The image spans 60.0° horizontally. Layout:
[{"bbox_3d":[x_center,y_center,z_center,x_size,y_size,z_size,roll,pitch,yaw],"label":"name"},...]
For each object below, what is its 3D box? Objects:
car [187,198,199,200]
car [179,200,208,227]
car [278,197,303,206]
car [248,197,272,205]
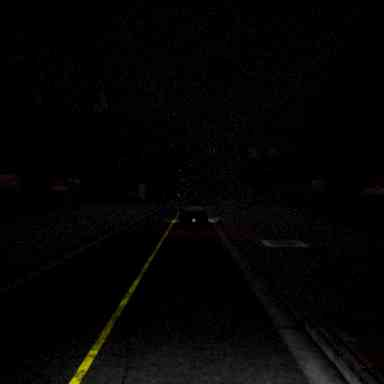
[{"bbox_3d":[0.112,1.449,40.433,1.837,1.490,4.892,0,0,0],"label":"car"},{"bbox_3d":[0.100,1.482,21.967,1.812,1.442,4.674,0,0,0],"label":"car"},{"bbox_3d":[17.283,1.589,58.509,4.097,1.590,1.967,1,0,0],"label":"car"},{"bbox_3d":[11.849,1.528,58.511,4.097,1.590,1.967,1,0,0],"label":"car"}]
